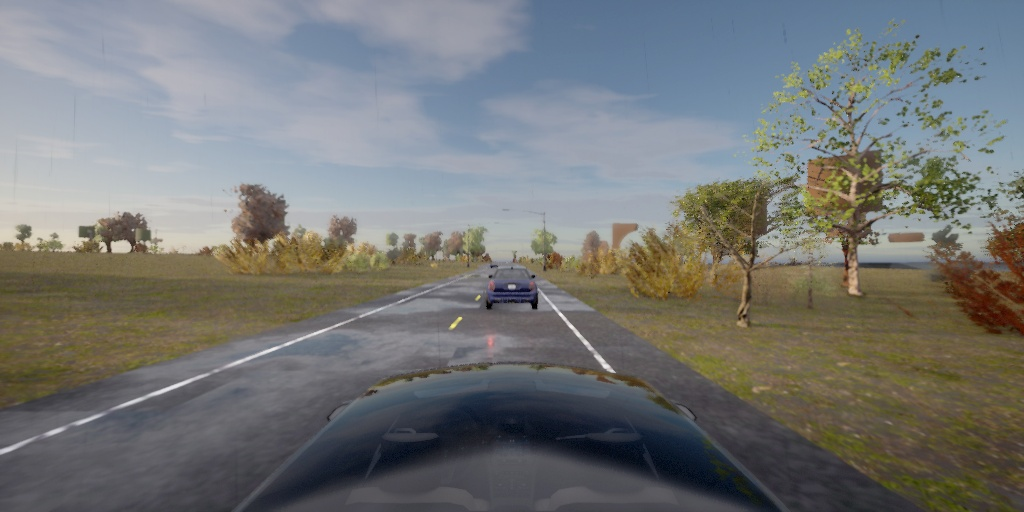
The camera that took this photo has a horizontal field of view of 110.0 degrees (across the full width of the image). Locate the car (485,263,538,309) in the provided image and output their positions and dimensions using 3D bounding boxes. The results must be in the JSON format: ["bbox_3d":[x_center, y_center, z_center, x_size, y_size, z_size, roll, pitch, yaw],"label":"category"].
[{"bbox_3d":[0.000,1.235,15.929,2.097,1.767,4.553,0,-1,0],"label":"car"}]
